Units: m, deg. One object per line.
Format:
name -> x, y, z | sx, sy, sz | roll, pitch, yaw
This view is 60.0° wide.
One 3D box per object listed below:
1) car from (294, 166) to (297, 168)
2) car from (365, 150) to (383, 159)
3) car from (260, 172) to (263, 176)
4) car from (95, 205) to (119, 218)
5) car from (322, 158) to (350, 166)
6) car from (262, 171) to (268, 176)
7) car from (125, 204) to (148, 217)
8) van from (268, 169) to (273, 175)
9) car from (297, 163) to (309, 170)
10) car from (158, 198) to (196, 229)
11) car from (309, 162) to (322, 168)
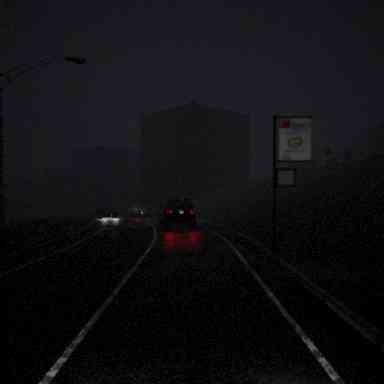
car -> 21.147, -4.452, 65.607 | 2.185, 1.767, 4.553 | 0, 1, -1
car -> 21.741, -4.019, 37.985 | 2.231, 1.521, 4.892 | 0, 1, -1
car -> 20.554, -4.797, 93.144 | 2.435, 2.045, 5.566 | 0, 0, -1
car -> -10.087, 2.295, 39.180 | 2.033, 1.411, 5.357 | -1, -2, -27
car -> 21.506, -4.270, 48.921 | 2.185, 1.767, 4.553 | 0, 1, -1
car -> 20.673, -4.473, 87.659 | 2.002, 1.452, 4.674 | 0, 0, -1
car -> -6.833, 2.238, 40.744 | 1.812, 1.442, 4.674 | 0, -2, -26
van -> 20.793, -4.699, 82.016 | 1.878, 1.987, 4.442 | 0, 0, -1
car -> 21.265, -4.394, 60.088 | 2.185, 1.767, 4.553 | 0, 1, -1
car -> -1.178, 1.481, 24.261 | 2.150, 2.045, 5.566 | 0, -1, -11
car -> 21.388, -4.166, 54.415 | 2.002, 1.452, 4.674 | 0, 1, -1
